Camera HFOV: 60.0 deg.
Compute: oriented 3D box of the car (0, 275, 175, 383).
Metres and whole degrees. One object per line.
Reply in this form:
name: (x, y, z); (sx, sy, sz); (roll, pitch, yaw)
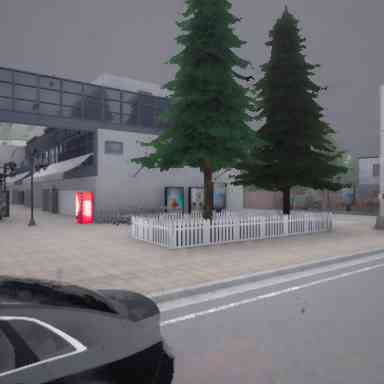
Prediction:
car: (-2.429, 1.504, 2.251); (4.892, 1.490, 1.837); (0, 0, -36)
